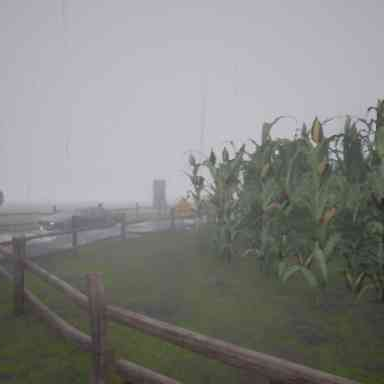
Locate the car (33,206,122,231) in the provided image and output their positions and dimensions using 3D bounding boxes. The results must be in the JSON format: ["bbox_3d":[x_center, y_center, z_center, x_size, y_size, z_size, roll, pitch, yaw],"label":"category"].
[{"bbox_3d":[-6.558,1.567,19.993,2.033,1.411,5.357,1,0,34],"label":"car"}]

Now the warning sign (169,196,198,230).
[{"bbox_3d":[-0.519,1.206,19.406,1.300,1.860,1.060,1,1,35],"label":"warning sign"}]

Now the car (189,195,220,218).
[{"bbox_3d":[1.902,1.302,32.097,2.150,2.045,5.566,1,0,35],"label":"car"}]
